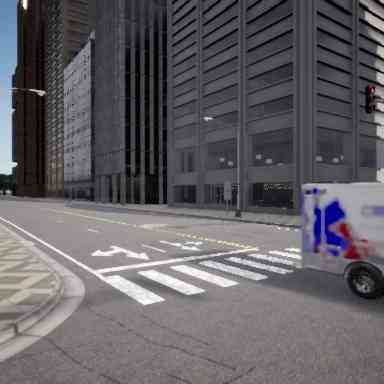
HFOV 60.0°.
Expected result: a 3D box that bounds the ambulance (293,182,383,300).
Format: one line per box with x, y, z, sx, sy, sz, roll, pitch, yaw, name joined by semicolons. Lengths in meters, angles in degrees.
5.247;1.021;6.421;2.351;2.431;6.366;0;0;-35;ambulance
